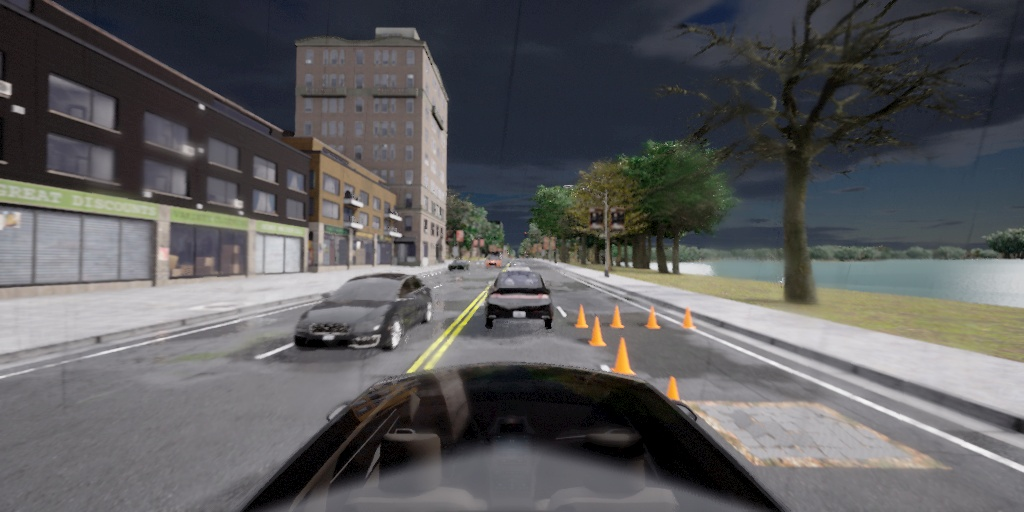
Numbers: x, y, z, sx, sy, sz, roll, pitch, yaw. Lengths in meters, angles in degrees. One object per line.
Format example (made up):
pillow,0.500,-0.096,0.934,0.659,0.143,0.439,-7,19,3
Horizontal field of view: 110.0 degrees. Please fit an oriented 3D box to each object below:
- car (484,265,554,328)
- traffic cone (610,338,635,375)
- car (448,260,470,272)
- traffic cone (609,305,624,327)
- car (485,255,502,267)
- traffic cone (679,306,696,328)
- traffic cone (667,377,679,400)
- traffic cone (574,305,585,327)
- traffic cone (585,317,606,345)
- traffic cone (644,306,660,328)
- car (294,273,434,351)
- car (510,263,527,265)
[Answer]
car,0.219,1.211,11.239,2.128,1.511,4.902,0,0,1
traffic cone,1.901,1.704,6.183,0.340,0.580,0.340,0,0,1
car,-5.998,1.115,41.084,1.895,1.301,4.718,0,0,1
traffic cone,2.965,1.700,10.167,0.340,0.580,0.340,0,0,1
car,-2.582,0.819,50.724,2.097,1.767,4.553,0,0,1
traffic cone,4.965,1.715,10.135,0.340,0.580,0.340,0,0,1
traffic cone,1.869,1.711,4.184,0.340,0.580,0.340,0,0,1
traffic cone,1.966,1.692,10.183,0.340,0.580,0.340,0,0,1
traffic cone,1.933,1.698,8.183,0.340,0.580,0.340,0,0,1
traffic cone,3.965,1.707,10.151,0.340,0.580,0.340,0,0,1
car,-3.269,1.207,8.896,1.837,1.490,4.892,0,0,1
car,0.547,1.226,31.707,1.895,1.301,4.718,0,0,1
